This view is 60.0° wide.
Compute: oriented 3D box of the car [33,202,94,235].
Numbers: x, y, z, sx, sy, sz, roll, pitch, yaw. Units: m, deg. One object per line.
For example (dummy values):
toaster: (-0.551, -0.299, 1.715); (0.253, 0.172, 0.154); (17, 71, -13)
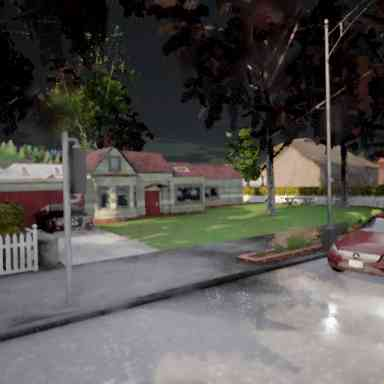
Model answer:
car: (-6.314, 1.203, 16.132); (1.994, 1.381, 4.181); (-2, 1, -37)

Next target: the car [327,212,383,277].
car: (5.465, 1.258, 8.708); (4.674, 1.442, 1.812); (-2, 1, -37)
